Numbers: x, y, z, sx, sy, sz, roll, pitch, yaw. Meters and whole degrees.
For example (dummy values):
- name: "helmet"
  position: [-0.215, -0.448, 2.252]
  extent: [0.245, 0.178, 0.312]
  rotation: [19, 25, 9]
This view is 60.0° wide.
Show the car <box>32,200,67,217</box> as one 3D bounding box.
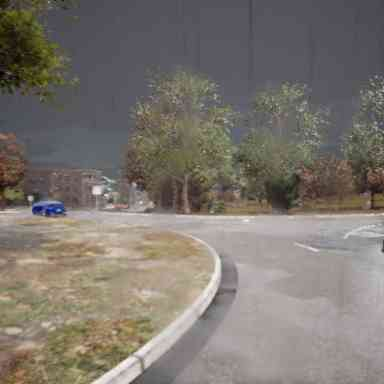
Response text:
- name: "car"
  position: [-13.574, 1.452, 31.553]
  extent: [1.882, 1.535, 5.008]
  rotation: [-1, 1, -43]

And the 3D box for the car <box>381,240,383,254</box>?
- name: "car"
  position: [6.523, 1.692, 8.206]
  extent: [1.895, 1.301, 4.718]
  rotation: [1, 0, 9]
